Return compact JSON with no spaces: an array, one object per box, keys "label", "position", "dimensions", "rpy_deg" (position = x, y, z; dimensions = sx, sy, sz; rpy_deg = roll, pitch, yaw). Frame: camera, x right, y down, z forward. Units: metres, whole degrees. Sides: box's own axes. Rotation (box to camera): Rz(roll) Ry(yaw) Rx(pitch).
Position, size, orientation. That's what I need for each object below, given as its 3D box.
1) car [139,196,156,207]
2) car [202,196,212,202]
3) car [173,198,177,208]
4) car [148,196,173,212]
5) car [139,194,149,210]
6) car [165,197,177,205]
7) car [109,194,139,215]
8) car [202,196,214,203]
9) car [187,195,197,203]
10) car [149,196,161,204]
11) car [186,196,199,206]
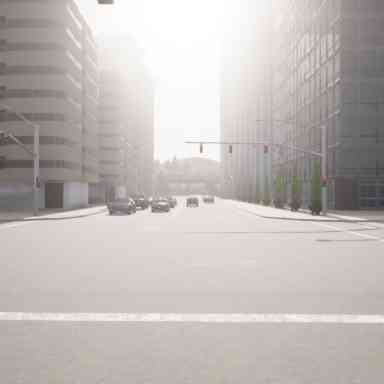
[{"label":"car","position":[-7.131,1.491,53.946],"dimensions":[2.128,1.511,4.902],"rpy_deg":[0,0,0]},{"label":"car","position":[3.442,1.528,76.123],"dimensions":[1.994,1.385,4.181],"rpy_deg":[0,0,0]},{"label":"car","position":[-3.633,1.352,48.100],"dimensions":[2.097,1.767,4.553],"rpy_deg":[0,0,0]},{"label":"car","position":[-3.630,1.505,38.896],"dimensions":[1.837,1.490,4.892],"rpy_deg":[0,0,0]},{"label":"car","position":[-7.131,1.221,43.986],"dimensions":[2.150,2.045,5.566],"rpy_deg":[0,0,0]},{"label":"car","position":[-3.623,1.601,57.869],"dimensions":[1.895,1.301,4.718],"rpy_deg":[0,0,0]},{"label":"car","position":[-7.127,1.352,34.397],"dimensions":[2.097,1.767,4.553],"rpy_deg":[0,0,0]},{"label":"car","position":[3.448,1.505,67.456],"dimensions":[1.837,1.490,4.892],"rpy_deg":[0,0,0]},{"label":"car","position":[0.047,1.478,68.103],"dimensions":[1.882,1.535,5.008],"rpy_deg":[0,0,0]},{"label":"car","position":[-7.095,1.505,64.385],"dimensions":[1.837,1.490,4.892],"rpy_deg":[0,0,0]},{"label":"car","position":[0.058,1.499,54.701],"dimensions":[1.837,1.490,4.892],"rpy_deg":[0,-2,0]}]
